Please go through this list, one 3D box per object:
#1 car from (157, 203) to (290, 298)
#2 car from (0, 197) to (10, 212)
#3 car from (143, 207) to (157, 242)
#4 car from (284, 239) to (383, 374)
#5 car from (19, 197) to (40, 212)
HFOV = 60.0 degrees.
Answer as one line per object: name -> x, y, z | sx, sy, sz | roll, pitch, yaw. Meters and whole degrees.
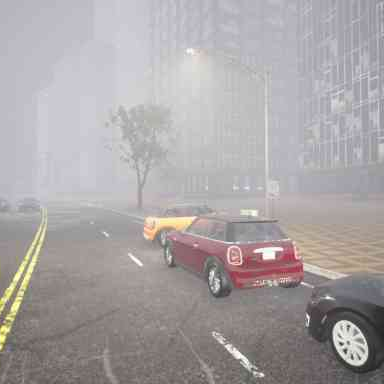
car -> 0.798, 1.355, 8.934 | 2.097, 1.767, 4.553 | 0, 0, -23
car -> -22.131, 1.391, 37.968 | 2.097, 1.767, 4.553 | 0, 0, -24
car -> 0.192, 1.278, 14.665 | 4.553, 1.767, 2.097 | -3, 1, -19
car -> 3.576, 1.505, 3.493 | 1.837, 1.490, 4.892 | 0, 0, -36
car -> -19.174, 1.393, 39.315 | 2.097, 1.767, 4.553 | 0, 0, -24
